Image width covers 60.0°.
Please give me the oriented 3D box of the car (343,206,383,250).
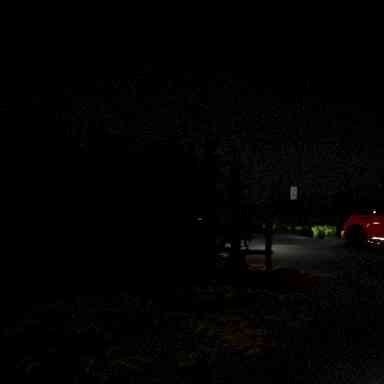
[{"bbox_3d":[7.976,1.227,11.660,2.150,2.045,5.566,2,-1,-17],"label":"car"}]
